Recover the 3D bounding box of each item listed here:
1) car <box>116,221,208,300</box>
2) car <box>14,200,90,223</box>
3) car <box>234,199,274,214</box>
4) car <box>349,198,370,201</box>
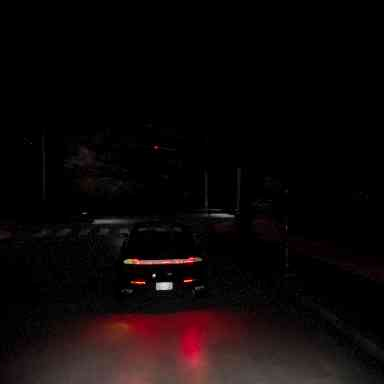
[{"bbox_3d":[-0.840,1.492,8.425,2.128,1.511,4.902,0,0,-8],"label":"car"},{"bbox_3d":[-9.780,1.379,23.484,4.892,1.490,1.837,1,0,-12],"label":"car"},{"bbox_3d":[6.257,1.368,30.803,4.674,1.442,1.812,0,0,-12],"label":"car"},{"bbox_3d":[16.094,1.349,32.985,4.892,1.490,1.837,0,0,-12],"label":"car"}]
